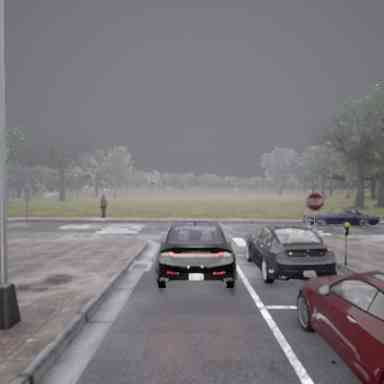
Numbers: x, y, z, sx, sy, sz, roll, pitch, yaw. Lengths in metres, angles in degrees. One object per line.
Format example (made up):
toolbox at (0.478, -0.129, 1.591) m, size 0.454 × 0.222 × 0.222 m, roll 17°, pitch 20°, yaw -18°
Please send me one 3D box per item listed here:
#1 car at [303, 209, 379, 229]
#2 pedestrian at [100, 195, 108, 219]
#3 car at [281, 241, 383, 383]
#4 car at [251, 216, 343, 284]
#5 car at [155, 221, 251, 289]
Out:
car at (10.070, 1.794, 22.904) m, size 4.718 × 1.301 × 1.895 m, roll 1°, pitch 1°, yaw 0°
pedestrian at (-6.882, 1.140, 25.794) m, size 0.375 × 1.860 × 0.375 m, roll 0°, pitch 1°, yaw 0°
car at (2.622, 1.603, 4.080) m, size 1.802 × 1.307 × 4.206 m, roll -1°, pitch 0°, yaw 0°
car at (2.621, 1.599, 9.612) m, size 2.008 × 1.369 × 4.403 m, roll -1°, pitch 0°, yaw 0°
car at (0.093, 1.539, 9.261) m, size 2.128 × 1.511 × 4.902 m, roll 0°, pitch 0°, yaw 0°
